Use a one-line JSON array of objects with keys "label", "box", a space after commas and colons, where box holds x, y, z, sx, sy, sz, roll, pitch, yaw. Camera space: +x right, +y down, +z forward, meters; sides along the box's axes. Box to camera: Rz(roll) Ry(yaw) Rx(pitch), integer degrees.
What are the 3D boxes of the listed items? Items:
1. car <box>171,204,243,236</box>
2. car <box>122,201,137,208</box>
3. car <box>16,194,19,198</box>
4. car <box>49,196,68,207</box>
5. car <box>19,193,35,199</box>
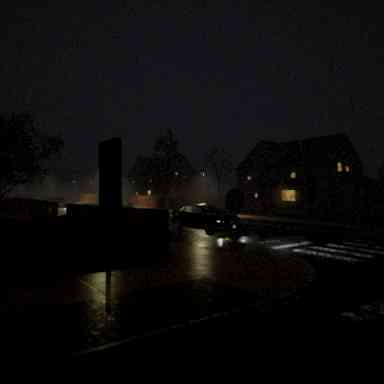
[{"label": "car", "box": [0.688, 1.429, 18.371, 2.128, 1.511, 4.902, 0, 0, -36]}, {"label": "car", "box": [-5.889, 1.449, 27.488, 1.994, 1.385, 4.181, 0, 1, -36]}, {"label": "car", "box": [-43.497, 1.087, 84.486, 1.812, 1.442, 4.674, 0, 0, -36]}, {"label": "car", "box": [-17.871, 1.329, 44.218, 1.812, 1.442, 4.674, 0, 0, -35]}, {"label": "car", "box": [-37.399, 1.244, 76.036, 2.033, 1.411, 5.357, 0, 0, -36]}]
